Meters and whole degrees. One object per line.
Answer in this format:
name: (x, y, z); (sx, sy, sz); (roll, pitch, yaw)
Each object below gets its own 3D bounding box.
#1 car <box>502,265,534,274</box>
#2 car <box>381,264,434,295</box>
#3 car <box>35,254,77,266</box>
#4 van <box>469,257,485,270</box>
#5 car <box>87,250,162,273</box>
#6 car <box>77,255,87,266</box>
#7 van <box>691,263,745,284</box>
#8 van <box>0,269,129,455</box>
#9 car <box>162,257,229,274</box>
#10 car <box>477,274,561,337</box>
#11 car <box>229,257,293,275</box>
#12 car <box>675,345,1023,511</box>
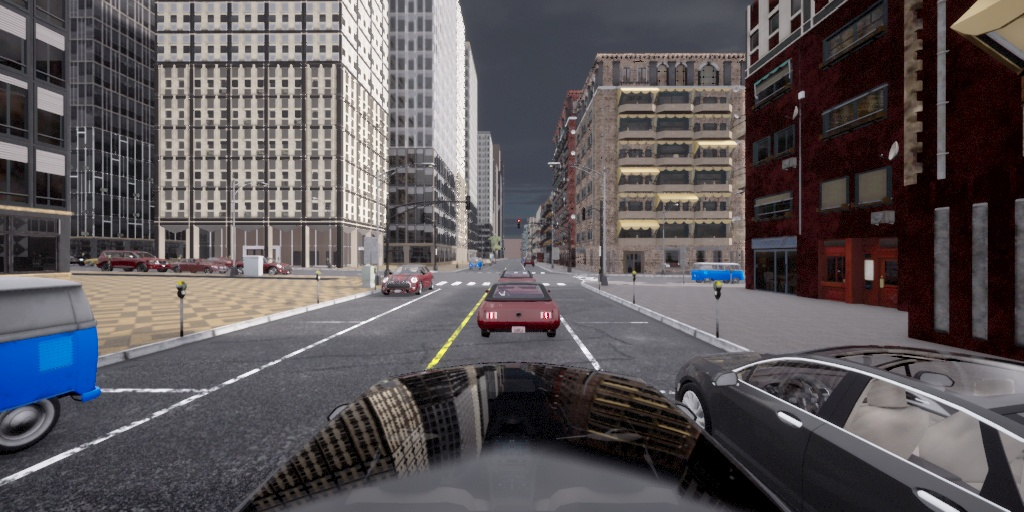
car: (0.234, 1.352, 19.359); (1.895, 1.301, 4.718); (0, 0, 0)
car: (-5.543, 1.191, 19.437); (1.967, 1.591, 4.097); (0, 0, 0)
car: (-48.796, 0.398, 38.888); (4.313, 1.339, 1.948); (0, 0, 0)
van: (-5.269, 1.103, 51.910); (1.690, 1.789, 3.998); (0, 0, 0)
car: (-32.057, 0.481, 30.403); (5.009, 1.841, 2.192); (0, 0, 0)
car: (-43.390, 0.465, 38.855); (4.829, 1.417, 1.751); (0, 0, 0)
van: (17.149, 1.456, 29.963); (3.998, 1.789, 1.690); (0, 0, 0)
van: (-5.686, 1.091, 2.492); (1.690, 1.789, 3.998); (0, 0, 0)
car: (-26.483, 0.856, 30.369); (4.207, 1.307, 1.802); (0, 0, 0)
car: (0.170, 1.351, 10.190); (1.895, 1.301, 4.718); (0, 0, 1)
car: (-20.909, 0.821, 30.334); (4.097, 1.591, 1.967); (0, 0, 0)
car: (2.694, 1.300, 2.421); (2.007, 1.370, 4.403); (0, 0, 0)
